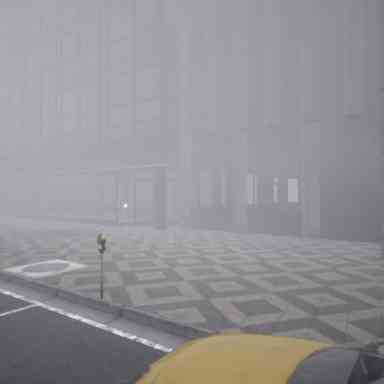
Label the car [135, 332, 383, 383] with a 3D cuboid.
[{"bbox_3d":[1.630,1.525,1.920,4.829,1.417,1.752,0,0,36],"label":"car"}]
